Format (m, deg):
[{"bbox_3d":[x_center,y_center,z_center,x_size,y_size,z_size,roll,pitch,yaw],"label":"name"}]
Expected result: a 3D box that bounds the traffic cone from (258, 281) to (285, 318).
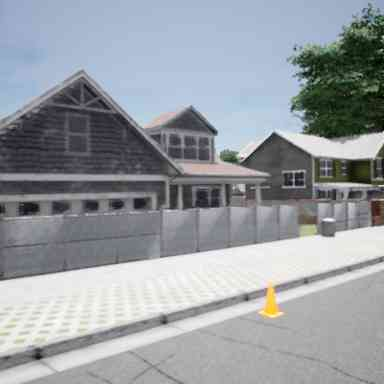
[{"bbox_3d":[1.455,1.935,6.098,0.340,0.580,0.340,0,0,-37],"label":"traffic cone"}]
